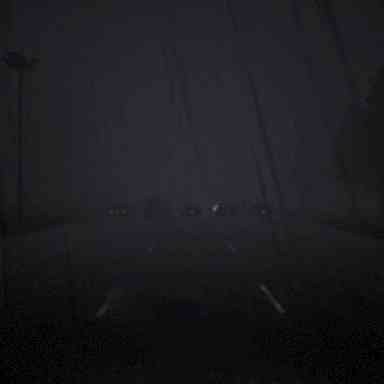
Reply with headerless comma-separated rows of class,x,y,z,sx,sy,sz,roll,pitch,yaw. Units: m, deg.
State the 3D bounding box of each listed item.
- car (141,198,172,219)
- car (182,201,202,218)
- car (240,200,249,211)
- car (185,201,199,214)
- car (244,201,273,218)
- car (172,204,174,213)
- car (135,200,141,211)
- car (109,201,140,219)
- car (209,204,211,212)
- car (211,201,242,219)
car,-3.515,1.621,33.985,2.150,2.045,5.566,0,-1,0
car,-0.010,1.972,34.738,1.994,1.385,4.181,0,-1,0
car,6.984,1.878,44.878,2.097,1.767,4.553,0,-1,0
car,-0.015,2.035,45.023,1.837,1.490,4.892,0,0,0
car,6.986,1.970,34.543,1.994,1.385,4.181,0,-1,0
car,-3.516,2.093,45.084,1.994,1.385,4.181,0,-1,0
car,-7.017,1.878,44.882,2.097,1.767,4.553,0,-1,0
car,-7.016,1.946,33.924,2.033,1.411,5.357,0,-1,0
car,3.484,2.053,44.914,1.812,1.442,4.674,0,-1,0
car,3.488,1.895,34.357,2.128,1.511,4.902,0,-1,0
